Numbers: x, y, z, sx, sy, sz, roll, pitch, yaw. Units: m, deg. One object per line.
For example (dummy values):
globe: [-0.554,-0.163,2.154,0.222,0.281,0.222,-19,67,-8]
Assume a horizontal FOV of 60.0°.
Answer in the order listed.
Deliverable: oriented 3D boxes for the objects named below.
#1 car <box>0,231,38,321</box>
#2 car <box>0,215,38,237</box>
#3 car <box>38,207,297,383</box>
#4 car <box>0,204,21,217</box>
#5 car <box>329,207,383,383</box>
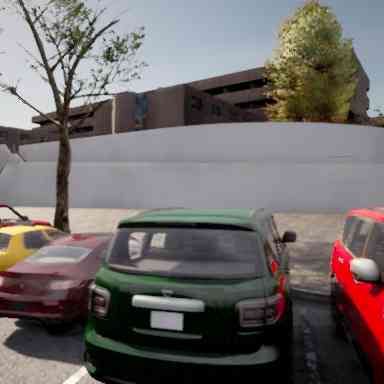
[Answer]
car: [-1.973,1.581,7.188,2.002,1.452,4.674,-1,-1,15]
car: [-4.376,1.569,9.104,1.946,1.575,5.366,-1,-1,15]
car: [0.489,1.261,5.486,2.435,2.045,5.566,-1,-1,15]
car: [-6.874,1.348,10.685,2.435,2.045,5.566,-1,-1,15]
car: [2.933,1.232,3.683,2.435,2.045,5.566,0,-1,15]
